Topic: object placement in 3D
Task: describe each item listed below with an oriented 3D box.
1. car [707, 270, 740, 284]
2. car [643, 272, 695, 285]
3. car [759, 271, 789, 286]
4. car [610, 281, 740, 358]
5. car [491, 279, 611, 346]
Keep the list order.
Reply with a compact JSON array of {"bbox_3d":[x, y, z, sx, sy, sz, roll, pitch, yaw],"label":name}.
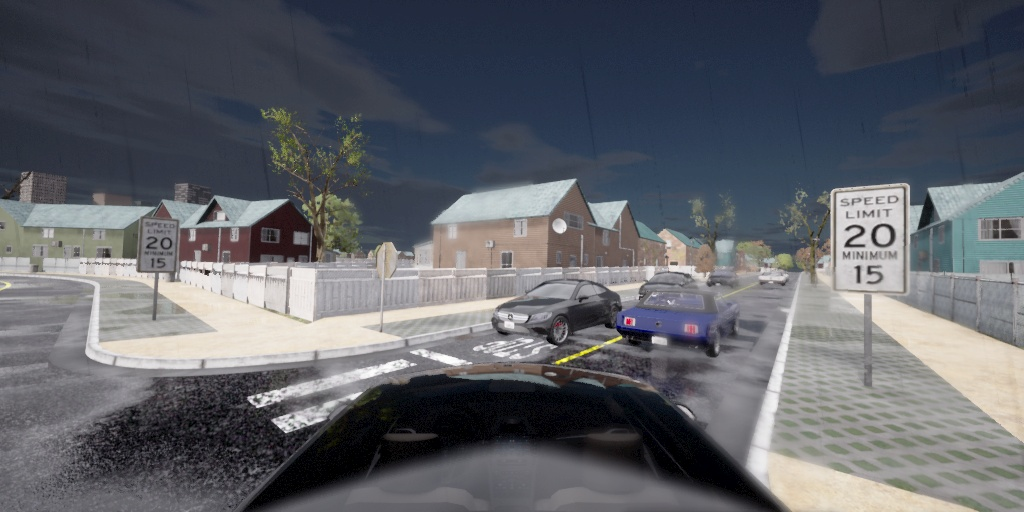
[{"bbox_3d":[17.719,1.905,29.893,2.033,1.411,5.357,0,-1,39],"label":"car"},{"bbox_3d":[7.835,1.547,17.751,1.837,1.490,4.892,0,-1,39],"label":"car"},{"bbox_3d":[24.764,2.130,33.981,1.895,1.301,4.718,0,-1,39],"label":"car"},{"bbox_3d":[4.409,1.481,9.016,1.895,1.301,4.718,0,-1,39],"label":"car"},{"bbox_3d":[1.471,1.373,10.003,1.812,1.442,4.674,0,-1,41],"label":"car"}]
